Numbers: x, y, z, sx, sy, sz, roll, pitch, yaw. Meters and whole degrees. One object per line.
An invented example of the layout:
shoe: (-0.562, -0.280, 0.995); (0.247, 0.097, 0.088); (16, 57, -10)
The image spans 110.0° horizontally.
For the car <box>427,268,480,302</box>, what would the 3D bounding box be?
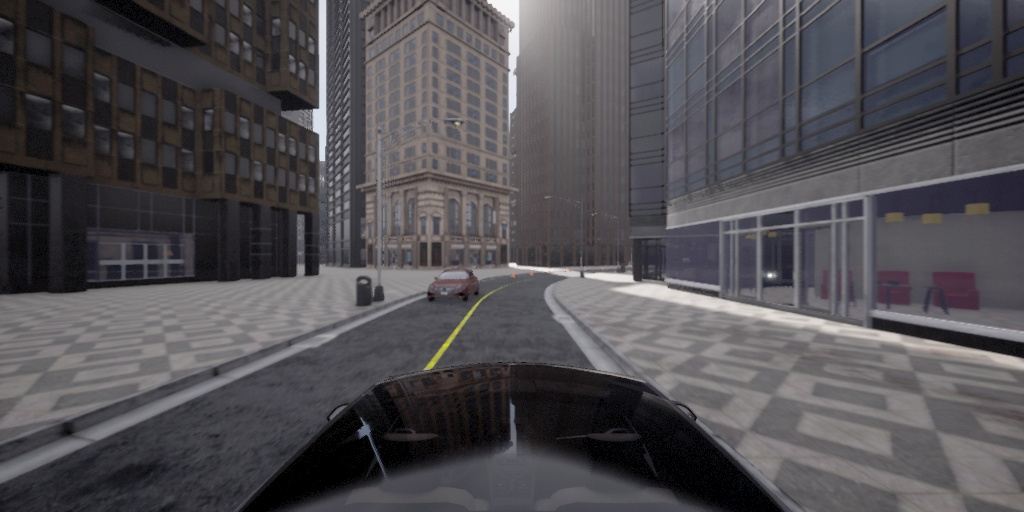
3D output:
car: (-2.753, 1.358, 17.762); (1.812, 1.442, 4.674); (0, 0, 4)

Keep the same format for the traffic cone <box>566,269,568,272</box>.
traffic cone: (7.807, 1.968, 50.725); (0.340, 0.580, 0.340); (0, 0, 37)

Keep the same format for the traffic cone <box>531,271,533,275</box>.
traffic cone: (2.316, 1.912, 41.832); (0.340, 0.580, 0.340); (0, 0, 27)

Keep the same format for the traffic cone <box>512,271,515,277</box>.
traffic cone: (0.164, 1.886, 37.065); (0.340, 0.580, 0.340); (0, 0, 22)

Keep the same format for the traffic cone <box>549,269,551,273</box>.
traffic cone: (4.871, 1.940, 46.396); (0.340, 0.580, 0.340); (0, 0, 32)

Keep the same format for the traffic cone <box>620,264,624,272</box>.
traffic cone: (18.683, 2.029, 61.982); (0.340, 0.580, 0.340); (0, 0, -39)
